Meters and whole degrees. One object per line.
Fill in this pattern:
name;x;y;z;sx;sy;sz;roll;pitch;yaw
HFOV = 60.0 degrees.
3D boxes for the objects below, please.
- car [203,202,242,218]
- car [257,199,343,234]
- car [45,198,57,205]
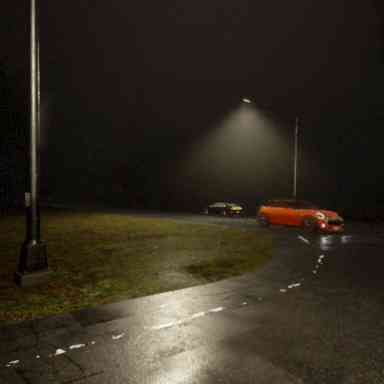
car;3.061;1.827;34.202;2.128;1.511;4.902;4;-3;-35
car;5.775;1.185;18.078;2.097;1.767;4.553;3;-2;-35
car;-34.674;2.176;81.891;2.097;1.767;4.553;4;-3;-30
